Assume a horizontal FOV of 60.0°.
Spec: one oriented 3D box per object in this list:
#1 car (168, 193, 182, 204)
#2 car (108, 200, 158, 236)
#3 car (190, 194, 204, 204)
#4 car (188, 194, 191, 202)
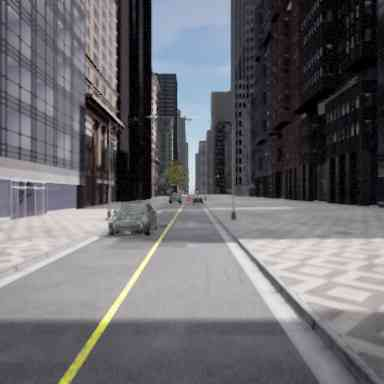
[{"bbox_3d":[-3.006,1.175,60.279,2.150,2.045,5.566,0,0,0],"label":"car"},{"bbox_3d":[-3.092,1.338,18.145,2.097,1.767,4.553,0,0,0],"label":"car"},{"bbox_3d":[1.064,1.457,60.182,1.837,1.490,4.892,0,0,0],"label":"car"},{"bbox_3d":[0.018,1.300,78.404,2.097,1.767,4.553,0,0,0],"label":"car"}]
